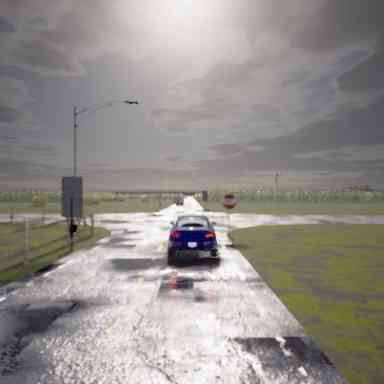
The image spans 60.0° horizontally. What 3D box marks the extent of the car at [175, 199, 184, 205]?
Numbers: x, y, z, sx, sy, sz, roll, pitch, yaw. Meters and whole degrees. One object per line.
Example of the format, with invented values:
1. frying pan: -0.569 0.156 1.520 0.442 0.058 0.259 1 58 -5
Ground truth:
1. car: -2.776 2.302 76.330 1.837 1.490 4.892 0 -1 0

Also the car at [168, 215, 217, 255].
1. car: 0.042 1.663 13.748 1.812 1.442 4.674 0 -1 1
